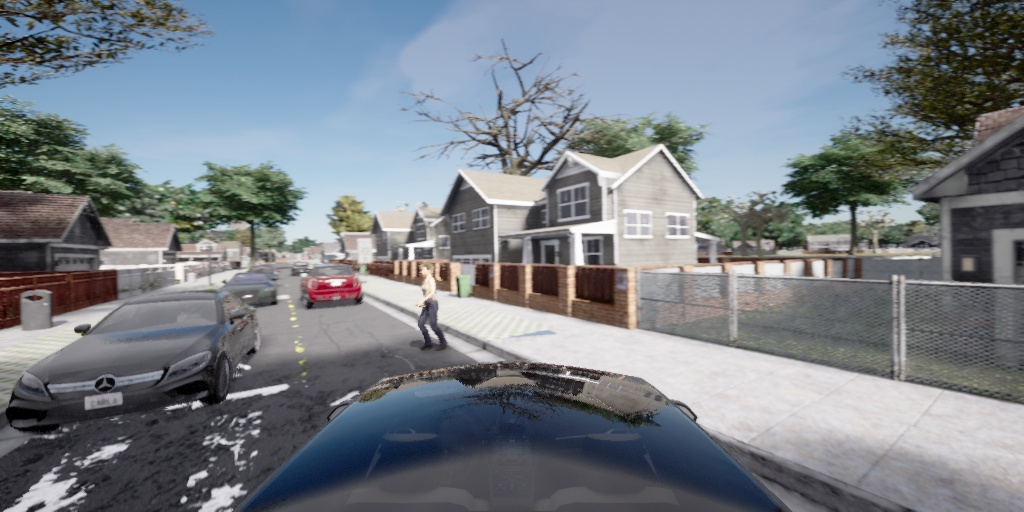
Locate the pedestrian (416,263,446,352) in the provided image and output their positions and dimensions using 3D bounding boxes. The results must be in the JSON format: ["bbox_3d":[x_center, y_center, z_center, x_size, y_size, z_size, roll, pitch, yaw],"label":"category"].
[{"bbox_3d":[-1.683,1.024,7.372,0.375,1.860,0.375,-1,0,-33],"label":"pedestrian"}]

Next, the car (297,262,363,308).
[{"bbox_3d":[-8.110,1.133,15.954,2.097,1.767,4.553,-2,1,-33],"label":"car"}]

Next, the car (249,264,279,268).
[{"bbox_3d":[-16.934,1.398,24.257,1.837,1.490,4.892,-2,1,-33],"label":"car"}]

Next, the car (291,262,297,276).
[{"bbox_3d":[-23.606,1.398,40.093,2.128,1.511,4.902,-2,1,-33],"label":"car"}]

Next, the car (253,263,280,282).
[{"bbox_3d":[-22.477,1.464,32.928,1.812,1.442,4.674,-2,1,-32],"label":"car"}]

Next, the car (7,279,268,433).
[{"bbox_3d":[-5.615,1.353,6.051,1.812,1.442,4.674,-2,1,-27],"label":"car"}]

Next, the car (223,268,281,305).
[{"bbox_3d":[-11.507,1.420,15.782,1.994,1.385,4.181,-2,1,-33],"label":"car"}]
